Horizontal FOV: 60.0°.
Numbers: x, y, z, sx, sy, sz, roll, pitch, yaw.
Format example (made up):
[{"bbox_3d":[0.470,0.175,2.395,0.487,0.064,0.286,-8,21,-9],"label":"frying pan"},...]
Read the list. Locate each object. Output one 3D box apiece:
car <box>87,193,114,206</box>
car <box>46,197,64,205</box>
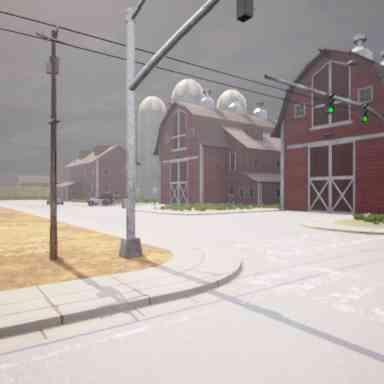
[{"bbox_3d":[-13.842,1.116,50.567,3.866,1.878,1.905,-2,5,11],"label":"car"},{"bbox_3d":[-23.312,1.536,56.553,1.994,1.385,4.181,0,0,-36],"label":"car"}]
